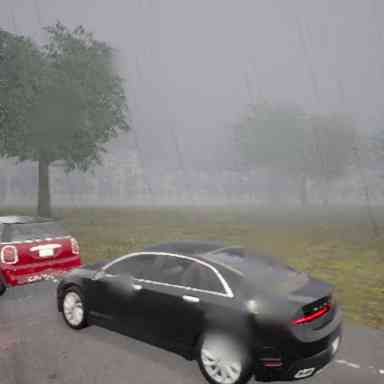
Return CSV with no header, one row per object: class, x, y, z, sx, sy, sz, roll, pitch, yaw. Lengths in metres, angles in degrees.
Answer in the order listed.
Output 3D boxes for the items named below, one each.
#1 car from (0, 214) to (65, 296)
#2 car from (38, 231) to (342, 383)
car,-5.058,1.415,8.933,4.553,1.767,2.097,0,-1,37
car,-0.259,1.558,5.376,4.892,1.490,1.837,0,-1,37
